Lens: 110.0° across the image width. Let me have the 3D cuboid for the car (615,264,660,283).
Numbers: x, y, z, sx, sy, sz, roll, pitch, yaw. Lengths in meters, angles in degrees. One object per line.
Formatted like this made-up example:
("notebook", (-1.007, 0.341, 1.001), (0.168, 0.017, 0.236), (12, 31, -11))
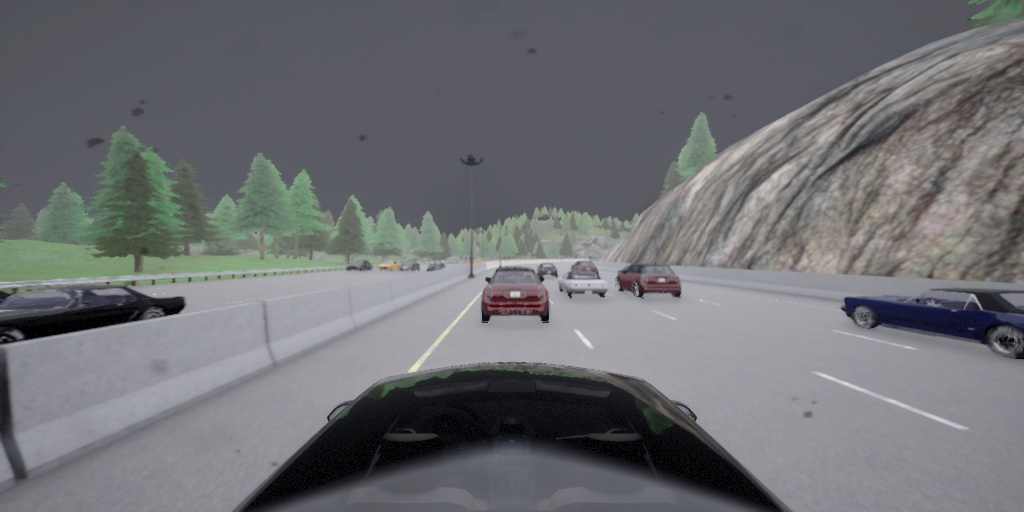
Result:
("car", (10.602, 1.409, 30.788), (2.033, 1.411, 5.357), (0, 0, 0))

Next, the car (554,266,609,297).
("car", (3.601, 1.418, 19.038), (1.895, 1.301, 4.718), (0, 0, 0))

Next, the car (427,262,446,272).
("car", (-10.542, 1.502, 50.472), (1.994, 1.385, 4.181), (0, 0, 1))

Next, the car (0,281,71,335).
("car", (-14.101, 1.377, 8.343), (1.895, 1.301, 4.718), (0, 0, 0))

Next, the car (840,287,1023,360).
("car", (10.597, 1.376, 8.390), (1.895, 1.301, 4.718), (0, 0, 0))

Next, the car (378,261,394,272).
("car", (-17.536, 1.419, 51.421), (1.882, 1.535, 5.008), (0, 0, 1))

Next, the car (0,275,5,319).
("car", (-17.600, 1.326, 9.045), (2.033, 1.411, 5.357), (0, 0, 0))

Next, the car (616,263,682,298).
("car", (7.101, 1.169, 19.130), (2.097, 1.767, 4.553), (0, 0, 0))

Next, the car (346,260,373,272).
("car", (-21.052, 1.288, 49.556), (2.097, 1.767, 4.553), (0, 0, 0))

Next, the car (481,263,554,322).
("car", (0.098, 1.144, 12.621), (2.097, 1.767, 4.553), (0, 0, 0))

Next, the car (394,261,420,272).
("car", (-14.054, 1.425, 49.533), (2.128, 1.511, 4.902), (0, 0, 0))

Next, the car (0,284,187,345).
("car", (-10.600, 1.377, 8.369), (1.895, 1.301, 4.718), (0, 0, 0))

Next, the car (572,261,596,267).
("car", (7.102, 1.233, 35.763), (2.097, 1.767, 4.553), (0, 0, 0))

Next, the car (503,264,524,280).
("car", (0.102, 1.477, 34.564), (1.895, 1.301, 4.718), (0, 0, 0))
